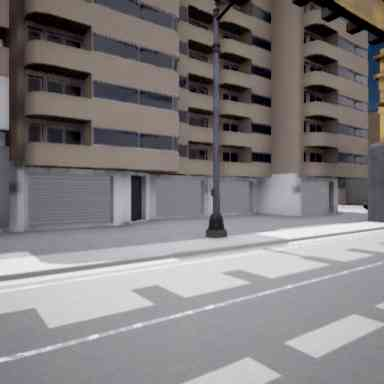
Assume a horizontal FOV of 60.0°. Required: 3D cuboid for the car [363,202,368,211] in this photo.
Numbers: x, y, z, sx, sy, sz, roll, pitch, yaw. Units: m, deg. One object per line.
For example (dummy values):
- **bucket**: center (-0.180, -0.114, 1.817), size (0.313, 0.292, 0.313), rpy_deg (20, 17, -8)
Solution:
- **car**: center (20.689, 1.411, 35.318), size (2.038, 1.542, 4.974), rpy_deg (0, 0, -11)
